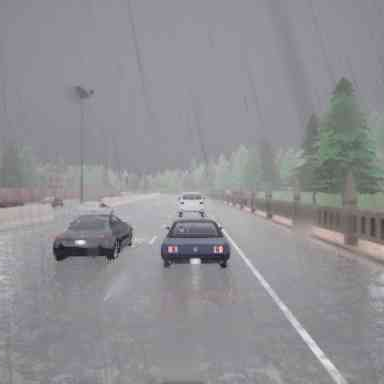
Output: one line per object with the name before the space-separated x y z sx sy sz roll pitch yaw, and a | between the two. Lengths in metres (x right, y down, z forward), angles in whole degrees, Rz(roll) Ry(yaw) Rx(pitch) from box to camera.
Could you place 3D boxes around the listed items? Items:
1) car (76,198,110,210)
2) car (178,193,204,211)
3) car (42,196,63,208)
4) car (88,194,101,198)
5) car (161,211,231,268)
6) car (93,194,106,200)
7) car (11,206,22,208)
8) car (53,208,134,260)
car | -6.975 1.395 23.649 1.812 1.442 4.674 0 0 -1
car | -0.082 1.058 29.716 2.150 2.045 5.566 0 0 -2
car | -18.137 1.291 42.824 1.812 1.442 4.674 0 0 -1
car | -14.801 1.229 50.134 1.837 1.490 4.892 0 0 -1
car | 0.090 1.540 11.038 1.895 1.301 4.718 0 0 0
car | -22.452 1.153 80.533 1.895 1.301 4.718 0 0 -1
car | -21.533 1.389 38.710 1.895 1.301 4.718 0 0 -1
car | -3.403 1.497 12.163 1.994 1.385 4.181 0 0 0
